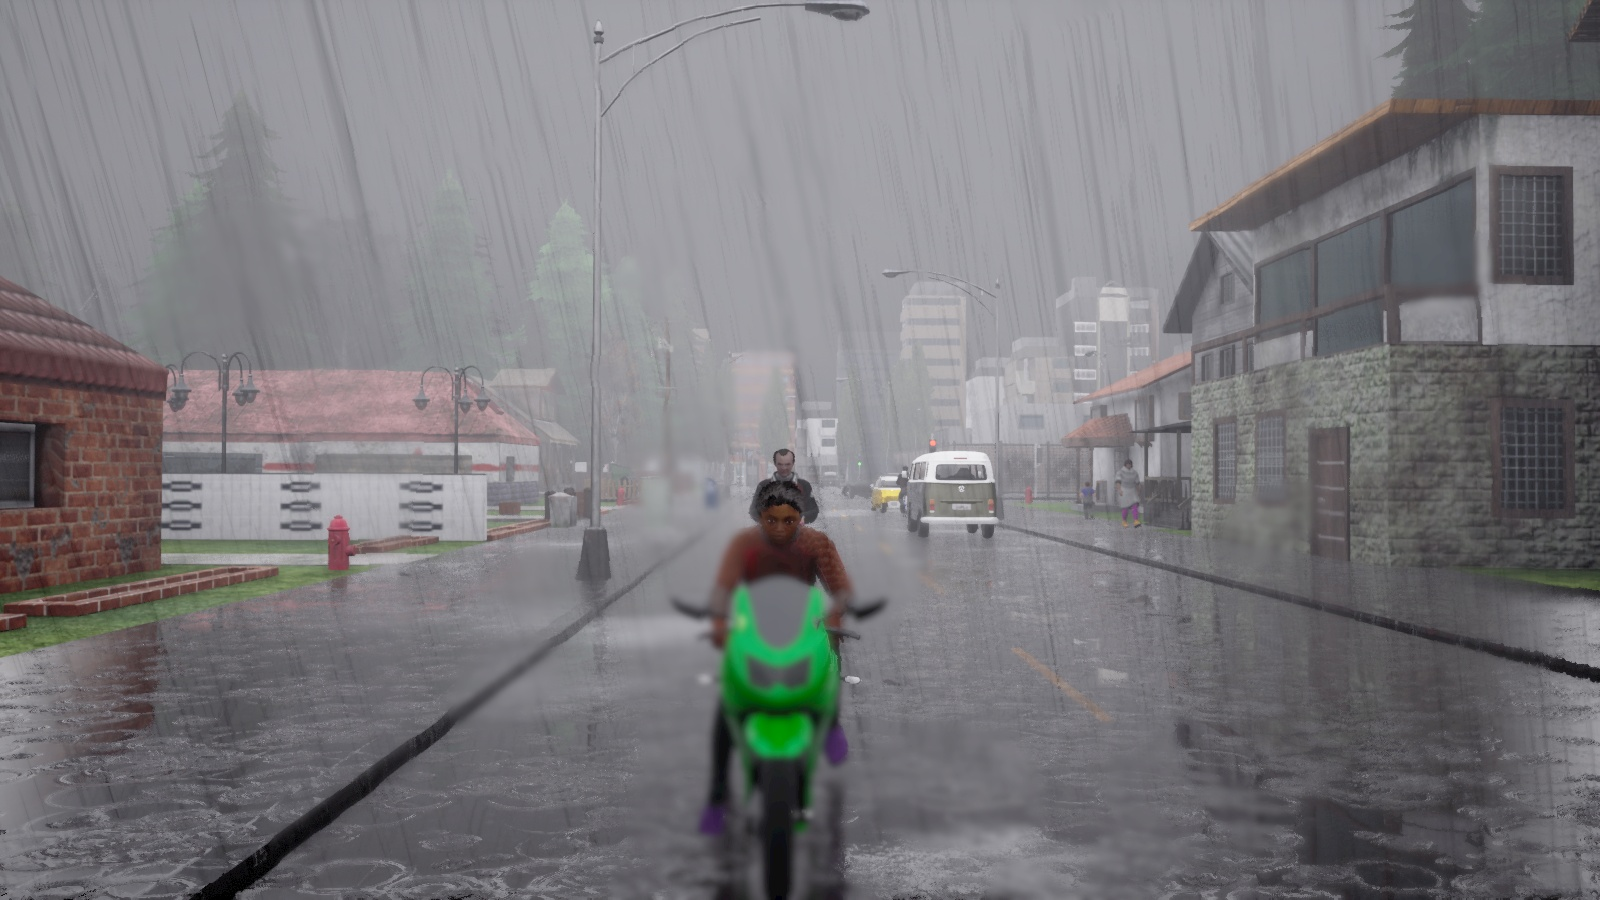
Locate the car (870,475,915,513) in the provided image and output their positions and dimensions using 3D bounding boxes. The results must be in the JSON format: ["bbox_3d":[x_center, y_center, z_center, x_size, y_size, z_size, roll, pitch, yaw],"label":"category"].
[{"bbox_3d":[3.493,1.654,47.662,1.481,1.376,2.207,0,-1,-1],"label":"car"}]

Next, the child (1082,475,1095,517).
[{"bbox_3d":[8.826,1.413,38.427,0.270,1.263,0.437,0,-1,-2],"label":"child"}]

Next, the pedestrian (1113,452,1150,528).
[{"bbox_3d":[8.694,1.042,32.984,0.659,1.952,0.873,0,-1,-7],"label":"pedestrian"}]

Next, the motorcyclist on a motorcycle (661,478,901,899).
[{"bbox_3d":[-0.075,0.884,5.210,0.797,1.523,2.044,0,-1,-1],"label":"motorcyclist on a motorcycle"}]

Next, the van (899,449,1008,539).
[{"bbox_3d":[3.661,1.038,30.706,2.069,2.038,4.480,0,-1,-1],"label":"van"}]

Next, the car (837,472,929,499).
[{"bbox_3d":[4.673,1.985,71.016,4.792,1.488,2.163,-1,-1,36],"label":"car"}]
